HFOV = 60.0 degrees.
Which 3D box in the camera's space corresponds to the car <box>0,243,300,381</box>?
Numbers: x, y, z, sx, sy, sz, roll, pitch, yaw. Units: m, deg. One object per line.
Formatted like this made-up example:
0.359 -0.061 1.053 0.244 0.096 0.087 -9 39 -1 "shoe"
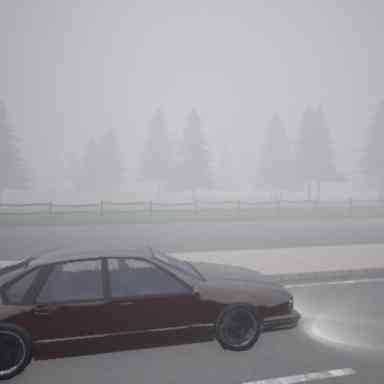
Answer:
-1.163 1.537 5.087 5.357 1.411 2.033 0 0 -13 "car"
